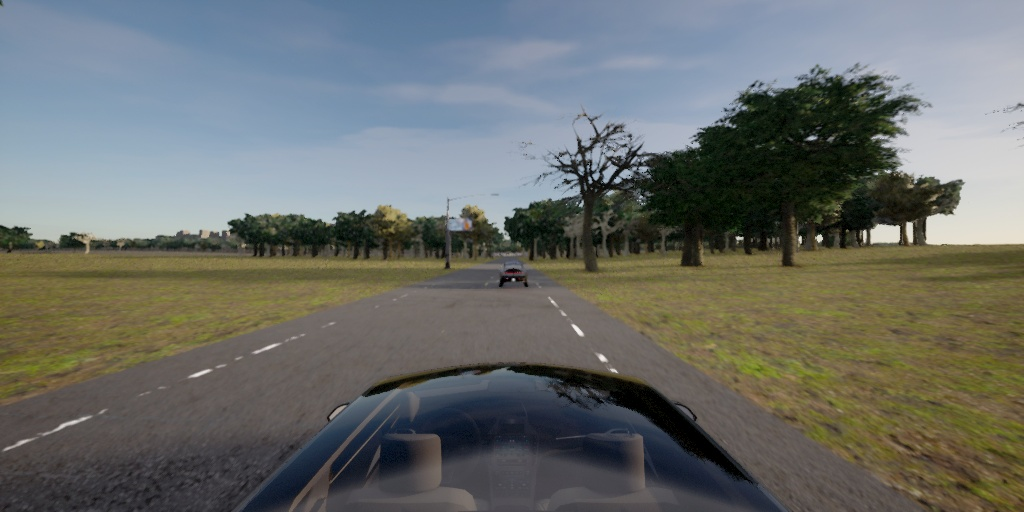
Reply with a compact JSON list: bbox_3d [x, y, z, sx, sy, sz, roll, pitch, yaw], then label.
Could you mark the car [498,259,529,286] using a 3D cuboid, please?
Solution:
[{"bbox_3d":[0.089,1.190,24.330,1.837,1.490,4.892,0,0,0],"label":"car"}]
